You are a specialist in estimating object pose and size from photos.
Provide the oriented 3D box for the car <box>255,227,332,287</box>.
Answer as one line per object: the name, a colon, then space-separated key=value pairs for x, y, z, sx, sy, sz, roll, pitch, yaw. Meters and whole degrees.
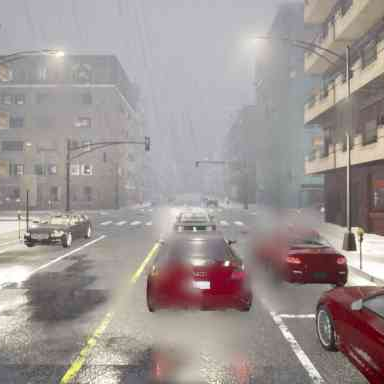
car: x=2.681 y=1.584 z=8.975 sx=1.802 sy=1.307 sz=4.206 roll=1 pitch=0 yaw=0

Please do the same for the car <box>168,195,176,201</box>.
car: x=-5.160 y=1.554 z=86.787 sx=1.887 sy=1.381 sz=4.507 roll=1 pitch=0 yaw=0

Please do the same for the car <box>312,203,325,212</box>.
car: x=15.605 y=1.518 z=36.850 sx=4.507 sy=1.381 sz=1.887 roll=0 pitch=-1 yaw=1

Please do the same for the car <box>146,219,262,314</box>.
car: x=0.118 y=1.566 z=7.701 sx=1.994 sy=1.385 sz=4.181 roll=0 pitch=0 yaw=-1

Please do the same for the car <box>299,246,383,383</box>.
car: x=2.672 y=1.583 z=3.304 sx=1.802 sy=1.307 sz=4.206 roll=1 pitch=0 yaw=0

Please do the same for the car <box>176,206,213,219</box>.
car: x=0.128 y=1.604 z=16.518 sx=1.895 sy=1.301 sz=4.718 roll=0 pitch=0 yaw=0

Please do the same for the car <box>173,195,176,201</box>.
car: x=-5.250 y=1.575 z=75.446 sx=1.947 sy=1.339 sz=4.313 roll=1 pitch=0 yaw=0

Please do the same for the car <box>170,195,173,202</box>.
car: x=-5.339 y=1.448 z=64.105 sx=1.967 sy=1.590 sz=4.097 roll=1 pitch=0 yaw=0

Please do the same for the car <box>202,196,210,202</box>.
car: x=3.129 y=1.590 z=75.355 sx=1.802 sy=1.307 sz=4.206 roll=1 pitch=0 yaw=0

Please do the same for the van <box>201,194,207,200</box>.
van: x=3.268 y=1.350 z=92.365 sx=1.690 sy=1.788 sz=3.998 roll=1 pitch=0 yaw=0

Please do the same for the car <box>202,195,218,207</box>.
car: x=3.043 y=1.558 z=51.097 sx=2.008 sy=1.369 sz=4.403 roll=1 pitch=0 yaw=0

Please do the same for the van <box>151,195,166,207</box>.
van: x=-5.502 y=1.349 z=52.772 sx=1.690 sy=1.788 sz=3.998 roll=1 pitch=0 yaw=0

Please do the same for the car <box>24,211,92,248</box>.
car: x=-5.747 y=1.554 z=14.727 sx=2.008 sy=1.369 sz=4.403 roll=1 pitch=0 yaw=0

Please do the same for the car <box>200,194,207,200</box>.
car: x=3.084 y=1.558 z=69.685 sx=2.008 sy=1.369 sz=4.403 roll=1 pitch=0 yaw=0

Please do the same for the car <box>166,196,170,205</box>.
car: x=-5.386 y=1.574 z=58.434 sx=1.947 sy=1.339 sz=4.313 roll=1 pitch=0 yaw=0

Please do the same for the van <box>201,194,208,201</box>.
van: x=3.223 y=1.349 z=86.695 sx=1.690 sy=1.788 sz=3.998 roll=1 pitch=0 yaw=0
